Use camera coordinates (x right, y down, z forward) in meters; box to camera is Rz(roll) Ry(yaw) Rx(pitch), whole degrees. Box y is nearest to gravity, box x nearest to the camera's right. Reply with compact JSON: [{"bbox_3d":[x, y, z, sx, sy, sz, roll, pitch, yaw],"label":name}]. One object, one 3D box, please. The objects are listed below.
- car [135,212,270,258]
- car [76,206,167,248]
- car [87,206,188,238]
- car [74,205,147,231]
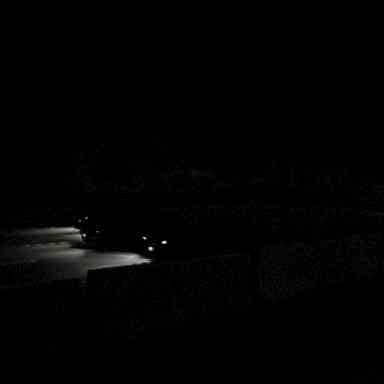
[{"bbox_3d":[0.735,1.603,13.112,5.357,1.411,2.033,1,0,-35],"label":"car"},{"bbox_3d":[-2.455,1.549,15.133,4.892,1.490,1.837,0,0,-35],"label":"car"},{"bbox_3d":[-2.985,1.607,19.056,5.357,1.411,2.033,1,0,-35],"label":"car"},{"bbox_3d":[-5.298,1.621,21.703,4.181,1.385,1.994,1,0,-35],"label":"car"}]
